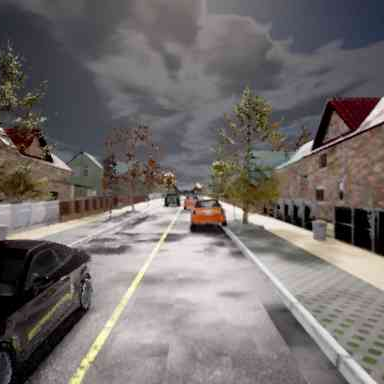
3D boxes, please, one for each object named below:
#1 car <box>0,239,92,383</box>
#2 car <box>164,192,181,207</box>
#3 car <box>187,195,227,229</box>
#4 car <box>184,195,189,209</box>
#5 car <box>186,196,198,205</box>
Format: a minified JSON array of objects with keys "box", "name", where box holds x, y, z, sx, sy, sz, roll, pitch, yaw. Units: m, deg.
[{"box":[-2.850,1.505,4.879,1.812,1.442,4.674,0,0,0],"name":"car"},{"box":[-2.814,1.051,48.584,2.150,2.045,5.566,0,0,0],"name":"car"},{"box":[0.925,1.216,20.919,2.097,1.767,4.553,-3,-1,0],"name":"car"},{"box":[0.038,1.197,42.209,2.097,1.767,4.553,0,0,0],"name":"car"},{"box":[0.009,1.357,56.124,2.033,1.411,5.357,0,0,0],"name":"car"}]
